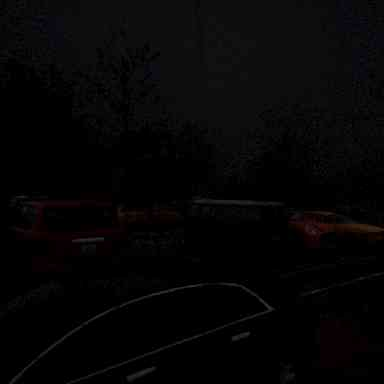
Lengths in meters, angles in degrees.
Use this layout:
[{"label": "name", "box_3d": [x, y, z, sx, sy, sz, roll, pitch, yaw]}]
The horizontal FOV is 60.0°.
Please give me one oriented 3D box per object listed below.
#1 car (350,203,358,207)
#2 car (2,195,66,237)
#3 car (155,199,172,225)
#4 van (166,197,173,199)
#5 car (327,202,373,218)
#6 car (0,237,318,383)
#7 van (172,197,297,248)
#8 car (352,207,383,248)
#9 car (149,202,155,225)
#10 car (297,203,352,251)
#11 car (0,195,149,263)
[{"label": "car", "box_3d": [16.451, 2.189, 38.270, 2.002, 1.452, 4.674, 2, -1, -36]}, {"label": "car", "box_3d": [-9.447, 1.210, 19.550, 2.435, 2.045, 5.566, 0, 0, -36]}, {"label": "car", "box_3d": [-2.784, 1.552, 24.630, 1.946, 1.575, 5.366, 1, -1, -36]}, {"label": "van", "box_3d": [-0.340, 1.374, 26.024, 1.878, 1.987, 4.442, 1, -1, -36]}, {"label": "car", "box_3d": [18.997, 2.127, 40.166, 2.185, 1.767, 4.553, 2, -1, -36]}, {"label": "car", "box_3d": [-0.819, 1.503, 3.104, 4.892, 1.490, 1.837, 0, 0, -36]}, {"label": "van", "box_3d": [1.360, 1.280, 12.402, 1.878, 1.987, 4.442, 1, 0, -36]}, {"label": "car", "box_3d": [6.359, 1.586, 15.645, 1.946, 1.575, 5.366, 1, -1, -36]}, {"label": "car", "box_3d": [-4.941, 1.516, 23.072, 1.946, 1.575, 5.366, 1, 0, -36]}, {"label": "car", "box_3d": [3.870, 1.417, 14.112, 2.185, 1.767, 4.553, 1, -1, -36]}, {"label": "car", "box_3d": [-3.603, 1.200, 8.698, 2.435, 2.045, 5.566, 1, 0, -36]}]
